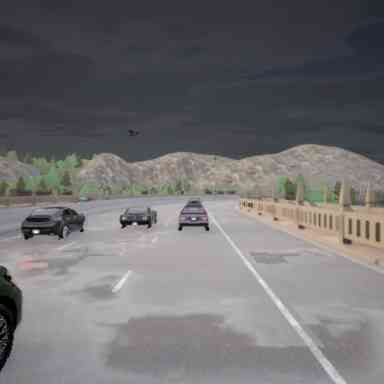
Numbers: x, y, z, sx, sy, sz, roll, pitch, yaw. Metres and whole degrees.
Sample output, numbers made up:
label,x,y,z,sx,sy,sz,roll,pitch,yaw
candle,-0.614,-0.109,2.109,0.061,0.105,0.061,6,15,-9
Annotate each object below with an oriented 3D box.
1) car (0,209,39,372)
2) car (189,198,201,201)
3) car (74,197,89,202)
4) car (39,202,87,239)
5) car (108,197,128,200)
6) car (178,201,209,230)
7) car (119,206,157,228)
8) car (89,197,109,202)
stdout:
label,x,y,z,sx,sy,sz,roll,pitch,yaw
car,-3.400,1.221,2.204,2.150,2.045,5.566,0,0,0
car,0.429,1.506,42.624,1.837,1.490,4.892,0,0,4
car,-18.803,1.555,58.227,1.812,1.442,4.674,0,0,12
car,-6.899,1.505,17.128,1.837,1.490,4.892,0,0,0
car,-11.951,1.645,56.793,1.895,1.301,4.718,0,0,12
car,0.102,1.548,21.095,2.033,1.411,5.357,0,0,0
car,-3.399,1.602,22.041,1.895,1.301,4.718,0,0,0
car,-15.374,1.563,57.525,1.837,1.490,4.892,0,0,12
